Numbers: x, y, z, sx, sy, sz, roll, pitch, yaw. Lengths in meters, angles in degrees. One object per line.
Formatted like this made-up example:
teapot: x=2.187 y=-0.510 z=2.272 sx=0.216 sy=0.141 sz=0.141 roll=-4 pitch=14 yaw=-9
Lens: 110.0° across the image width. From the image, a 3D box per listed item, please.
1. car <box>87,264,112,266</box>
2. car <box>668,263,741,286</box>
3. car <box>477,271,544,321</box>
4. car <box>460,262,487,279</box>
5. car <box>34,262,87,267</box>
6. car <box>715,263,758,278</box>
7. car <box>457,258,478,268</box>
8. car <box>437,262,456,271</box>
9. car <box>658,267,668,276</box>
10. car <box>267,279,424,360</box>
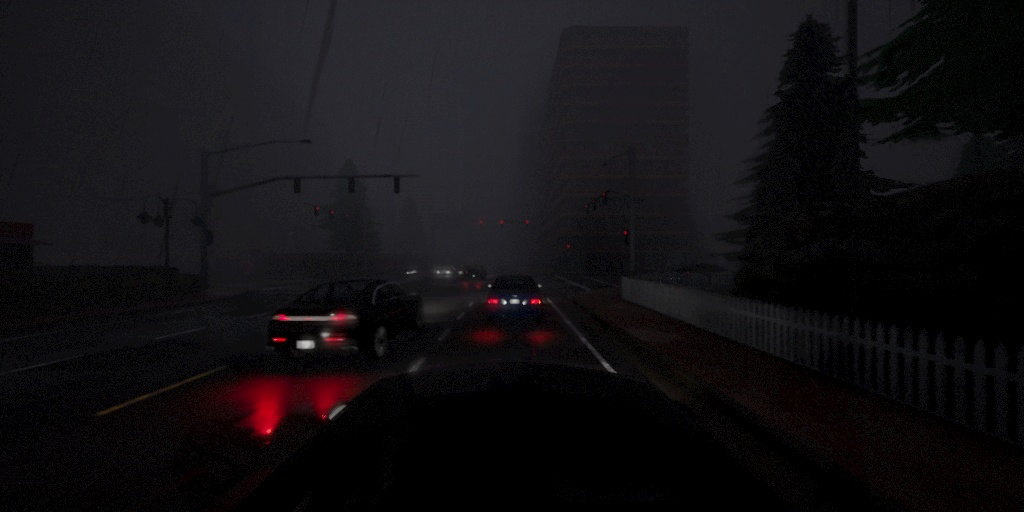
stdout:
car: x=-31.902 y=1.338 z=27.747 sx=4.892 sy=1.490 sz=1.837 roll=0 pitch=0 yaw=0
car: x=14.218 y=1.329 z=26.005 sx=4.892 sy=1.490 sz=1.837 roll=0 pitch=0 yaw=-14
car: x=0.095 y=1.356 z=12.690 sx=2.033 sy=1.411 sz=5.357 roll=0 pitch=0 yaw=0
car: x=-3.407 y=1.502 z=34.219 sx=1.895 sy=1.301 sz=4.718 roll=0 pitch=0 yaw=0
car: x=-32.422 y=1.168 z=24.243 sx=4.553 sy=1.767 sz=2.097 roll=0 pitch=0 yaw=0
car: x=22.925 y=1.444 z=36.571 sx=4.181 sy=1.385 sz=1.994 roll=0 pitch=0 yaw=-29
car: x=-7.061 y=1.524 z=57.307 sx=1.882 sy=1.535 sz=5.008 roll=0 pitch=0 yaw=0
car: x=-10.564 y=1.644 z=56.733 sx=1.895 sy=1.301 sz=4.718 roll=0 pitch=0 yaw=0
car: x=18.168 y=1.435 z=38.014 sx=5.357 sy=1.411 sz=2.033 roll=0 pitch=0 yaw=-22
car: x=-3.431 y=1.277 z=8.403 sx=2.128 sy=1.511 sz=4.902 roll=0 pitch=0 yaw=0
